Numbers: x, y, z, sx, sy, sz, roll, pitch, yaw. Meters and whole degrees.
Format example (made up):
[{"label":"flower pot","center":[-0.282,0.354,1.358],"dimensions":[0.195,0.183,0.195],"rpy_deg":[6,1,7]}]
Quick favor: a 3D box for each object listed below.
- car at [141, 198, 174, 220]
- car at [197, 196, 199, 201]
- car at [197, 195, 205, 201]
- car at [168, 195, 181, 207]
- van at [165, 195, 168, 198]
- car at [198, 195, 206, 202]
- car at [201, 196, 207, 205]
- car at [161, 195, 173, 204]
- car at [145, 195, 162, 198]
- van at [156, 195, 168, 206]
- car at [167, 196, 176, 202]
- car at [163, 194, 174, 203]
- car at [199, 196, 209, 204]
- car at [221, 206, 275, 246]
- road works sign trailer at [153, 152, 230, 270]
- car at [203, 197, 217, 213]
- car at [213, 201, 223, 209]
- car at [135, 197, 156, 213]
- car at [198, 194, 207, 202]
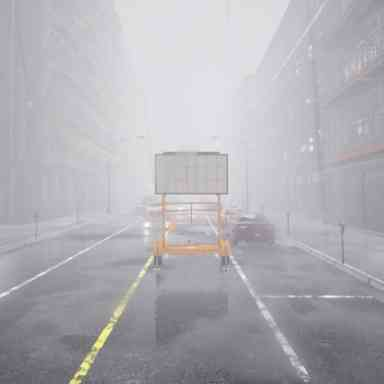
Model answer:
[{"label":"car","center":[-2.863,1.522,28.675],"dimensions":[1.882,1.535,5.008],"rpy_deg":[0,0,0]},{"label":"car","center":[2.549,1.704,65.124],"dimensions":[1.887,1.381,4.507],"rpy_deg":[1,0,0]},{"label":"car","center":[2.501,1.732,92.781],"dimensions":[1.967,1.590,4.097],"rpy_deg":[1,0,0]},{"label":"car","center":[-2.779,1.596,54.792],"dimensions":[1.882,1.535,5.008],"rpy_deg":[0,0,0]},{"label":"van","center":[-5.319,1.458,54.120],"dimensions":[1.690,1.788,3.998],"rpy_deg":[2,0,0]},{"label":"car","center":[2.552,1.682,59.594],"dimensions":[1.887,1.381,4.507],"rpy_deg":[1,0,0]},{"label":"car","center":[2.561,1.633,43.002],"dimensions":[2.008,1.369,4.403],"rpy_deg":[1,0,0]},{"label":"car","center":[-5.329,1.499,70.713],"dimensions":[2.192,1.841,5.009],"rpy_deg":[1,0,0]},{"label":"car","center":[-5.312,1.397,43.061],"dimensions":[2.192,1.841,5.009],"rpy_deg":[2,0,0]},{"label":"van","center":[-5.323,1.479,59.652],"dimensions":[1.690,1.788,3.998],"rpy_deg":[1,0,0]},{"label":"car","center":[-5.345,1.828,87.304],"dimensions":[1.947,1.339,4.313],"rpy_deg":[1,0,0]},{"label":"car","center":[-5.332,1.524,76.242],"dimensions":[2.192,1.841,5.009],"rpy_deg":[1,0,0]},{"label":"car","center":[2.556,1.624,70.656],"dimensions":[1.967,1.590,4.097],"rpy_deg":[1,0,0]},{"label":"car","center":[2.577,1.563,15.348],"dimensions":[1.887,1.381,4.507],"rpy_deg":[1,0,0]},{"label":"road works sign trailer","center":[-0.017,0.475,11.018],"dimensions":[2.380,3.560,2.880],"rpy_deg":[0,0,0]},{"label":"car","center":[2.565,1.612,37.470],"dimensions":[1.887,1.381,4.507],"rpy_deg":[1,0,0]},{"label":"car","center":[2.574,1.553,21.050],"dimensions":[1.752,1.417,4.829],"rpy_deg":[1,0,0]},{"label":"car","center":[-5.315,1.592,37.359],"dimensions":[1.752,1.417,4.829],"rpy_deg":[2,0,0]},{"label":"car","center":[2.511,1.549,81.718],"dimensions":[2.192,1.841,5.009],"rpy_deg":[1,0,0]}]
